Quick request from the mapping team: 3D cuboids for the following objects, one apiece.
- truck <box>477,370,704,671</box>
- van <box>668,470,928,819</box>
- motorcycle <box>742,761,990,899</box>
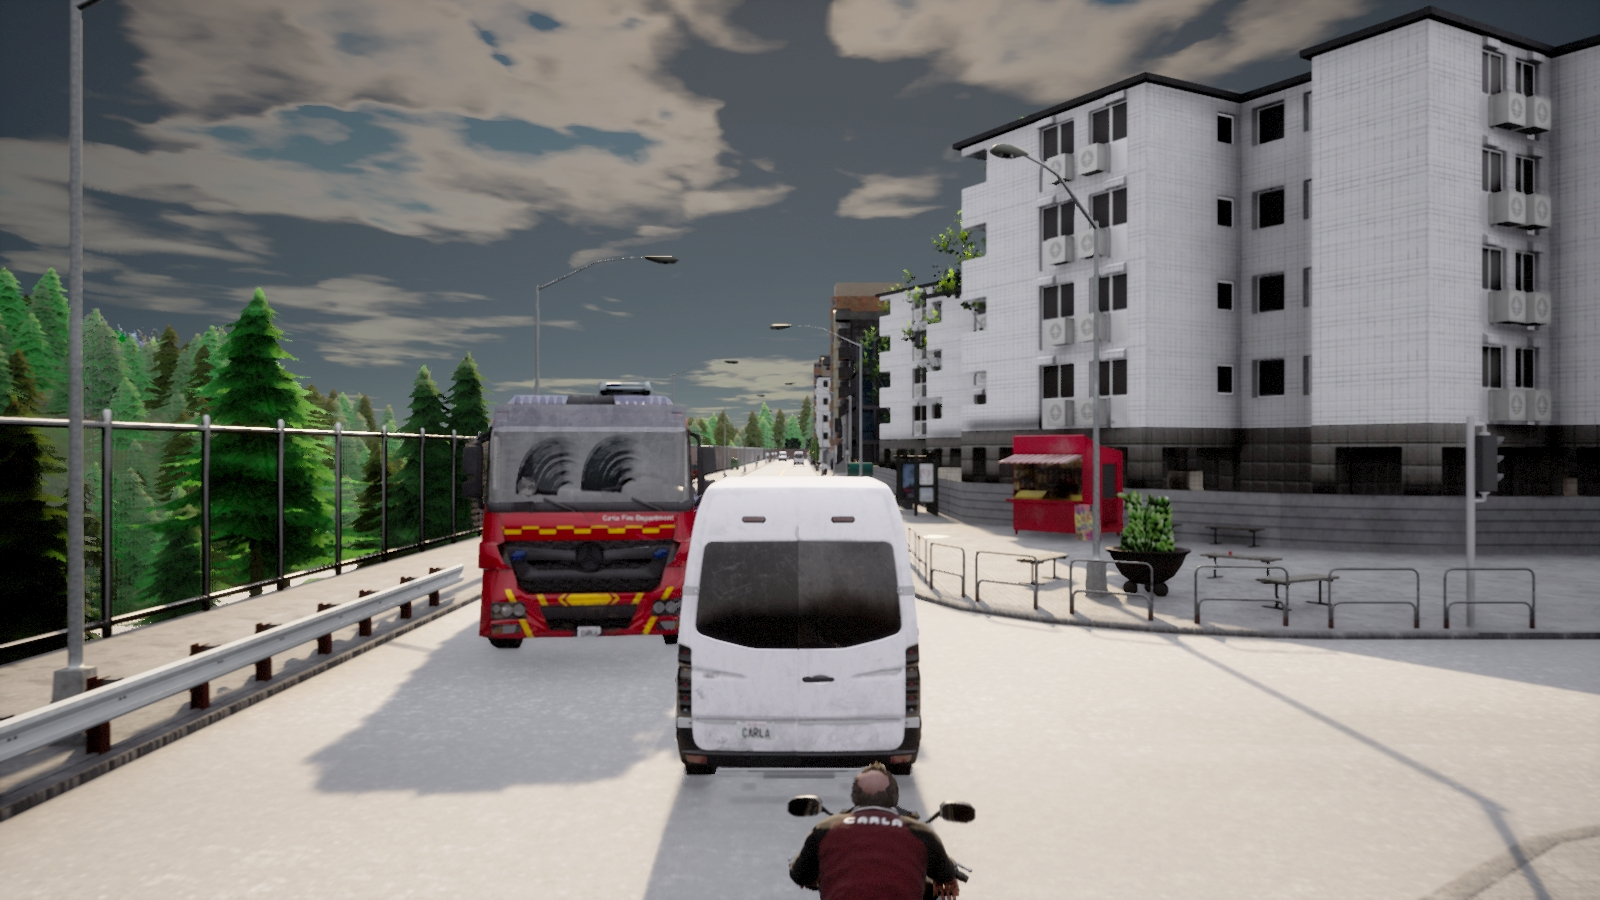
[{"bbox_3d":[-3.293,0.897,18.951,2.891,3.827,8.468,0,0,-8],"label":"truck"},{"bbox_3d":[-0.019,1.539,11.691,1.988,2.561,5.915,0,0,0],"label":"van"},{"bbox_3d":[0.304,2.207,4.674,0.867,1.251,2.209,0,0,6],"label":"motorcycle"}]
